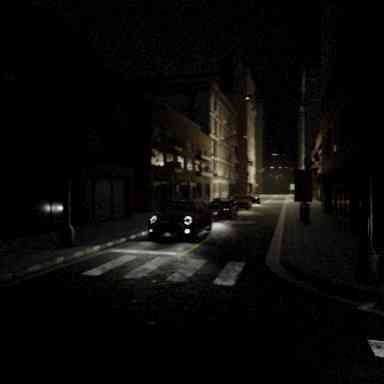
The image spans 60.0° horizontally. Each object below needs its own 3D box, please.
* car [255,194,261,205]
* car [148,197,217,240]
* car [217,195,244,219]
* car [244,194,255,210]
[{"bbox_3d":[8.380,0.999,45.878,1.994,1.385,4.181,0,1,17],"label":"car"},{"bbox_3d":[-0.412,1.177,16.056,2.097,1.767,4.553,0,1,16],"label":"car"},{"bbox_3d":[2.382,1.194,25.647,2.128,1.511,4.902,0,1,16],"label":"car"},{"bbox_3d":[5.276,1.052,35.479,1.882,1.535,5.008,0,1,16],"label":"car"}]
